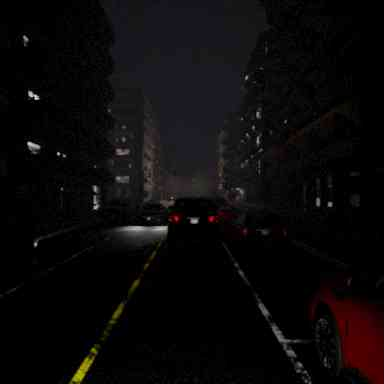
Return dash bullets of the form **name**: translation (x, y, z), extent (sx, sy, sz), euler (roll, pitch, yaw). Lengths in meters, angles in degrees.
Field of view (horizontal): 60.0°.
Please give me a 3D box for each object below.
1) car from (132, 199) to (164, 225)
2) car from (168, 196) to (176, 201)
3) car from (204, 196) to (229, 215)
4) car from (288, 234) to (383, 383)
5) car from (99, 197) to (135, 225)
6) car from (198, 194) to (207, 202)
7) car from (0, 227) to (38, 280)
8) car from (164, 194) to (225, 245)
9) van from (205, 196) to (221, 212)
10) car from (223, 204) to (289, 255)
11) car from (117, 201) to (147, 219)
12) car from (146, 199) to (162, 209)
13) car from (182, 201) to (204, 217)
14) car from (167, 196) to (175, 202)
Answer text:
- **car**: translation (-2.854, 1.532, 24.312), extent (1.837, 1.490, 4.892), euler (0, 0, 0)
- **car**: translation (-5.318, 1.794, 90.353), extent (1.947, 1.339, 4.313), euler (1, 0, 0)
- **car**: translation (2.544, 1.368, 35.596), extent (2.192, 1.841, 5.009), euler (1, 0, 0)
- **car**: translation (2.552, 1.316, 2.407), extent (2.192, 1.841, 5.009), euler (1, 0, 0)
- **car**: translation (-5.299, 1.343, 24.587), extent (2.192, 1.841, 5.009), euler (1, 0, 0)
- **car**: translation (2.567, 1.524, 84.840), extent (2.192, 1.841, 5.009), euler (1, 0, 0)
- **car**: translation (-5.301, 1.571, 7.997), extent (1.947, 1.339, 4.313), euler (1, 0, 0)
- **car**: translation (0.092, 1.235, 15.615), extent (2.150, 2.045, 5.566), euler (0, 0, 0)
- **van**: translation (2.542, 1.410, 41.128), extent (1.690, 1.788, 3.998), euler (1, 0, 0)
- **car**: translation (2.547, 1.451, 13.471), extent (1.967, 1.590, 4.097), euler (1, 0, 0)
- **car**: translation (-5.306, 1.585, 30.118), extent (1.887, 1.381, 4.507), euler (1, 0, 0)
- **car**: translation (-5.310, 1.668, 46.712), extent (1.802, 1.307, 4.206), euler (1, 0, 0)
- **car**: translation (0.089, 1.609, 32.410), extent (1.994, 1.385, 4.181), euler (0, 0, 0)
- **car**: translation (-5.317, 1.775, 84.792), extent (1.947, 1.339, 4.313), euler (1, 0, 0)
